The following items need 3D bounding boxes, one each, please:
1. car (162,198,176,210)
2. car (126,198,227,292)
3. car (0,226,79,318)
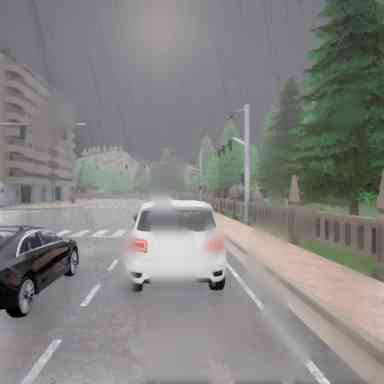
[{"bbox_3d":[-3.096,1.524,44.370,1.812,1.442,4.674,0,0,-4],"label":"car"},{"bbox_3d":[-0.464,1.221,9.130,2.150,2.045,5.566,0,0,-4],"label":"car"},{"bbox_3d":[-3.958,1.491,7.355,2.128,1.511,4.902,0,0,-3],"label":"car"}]
